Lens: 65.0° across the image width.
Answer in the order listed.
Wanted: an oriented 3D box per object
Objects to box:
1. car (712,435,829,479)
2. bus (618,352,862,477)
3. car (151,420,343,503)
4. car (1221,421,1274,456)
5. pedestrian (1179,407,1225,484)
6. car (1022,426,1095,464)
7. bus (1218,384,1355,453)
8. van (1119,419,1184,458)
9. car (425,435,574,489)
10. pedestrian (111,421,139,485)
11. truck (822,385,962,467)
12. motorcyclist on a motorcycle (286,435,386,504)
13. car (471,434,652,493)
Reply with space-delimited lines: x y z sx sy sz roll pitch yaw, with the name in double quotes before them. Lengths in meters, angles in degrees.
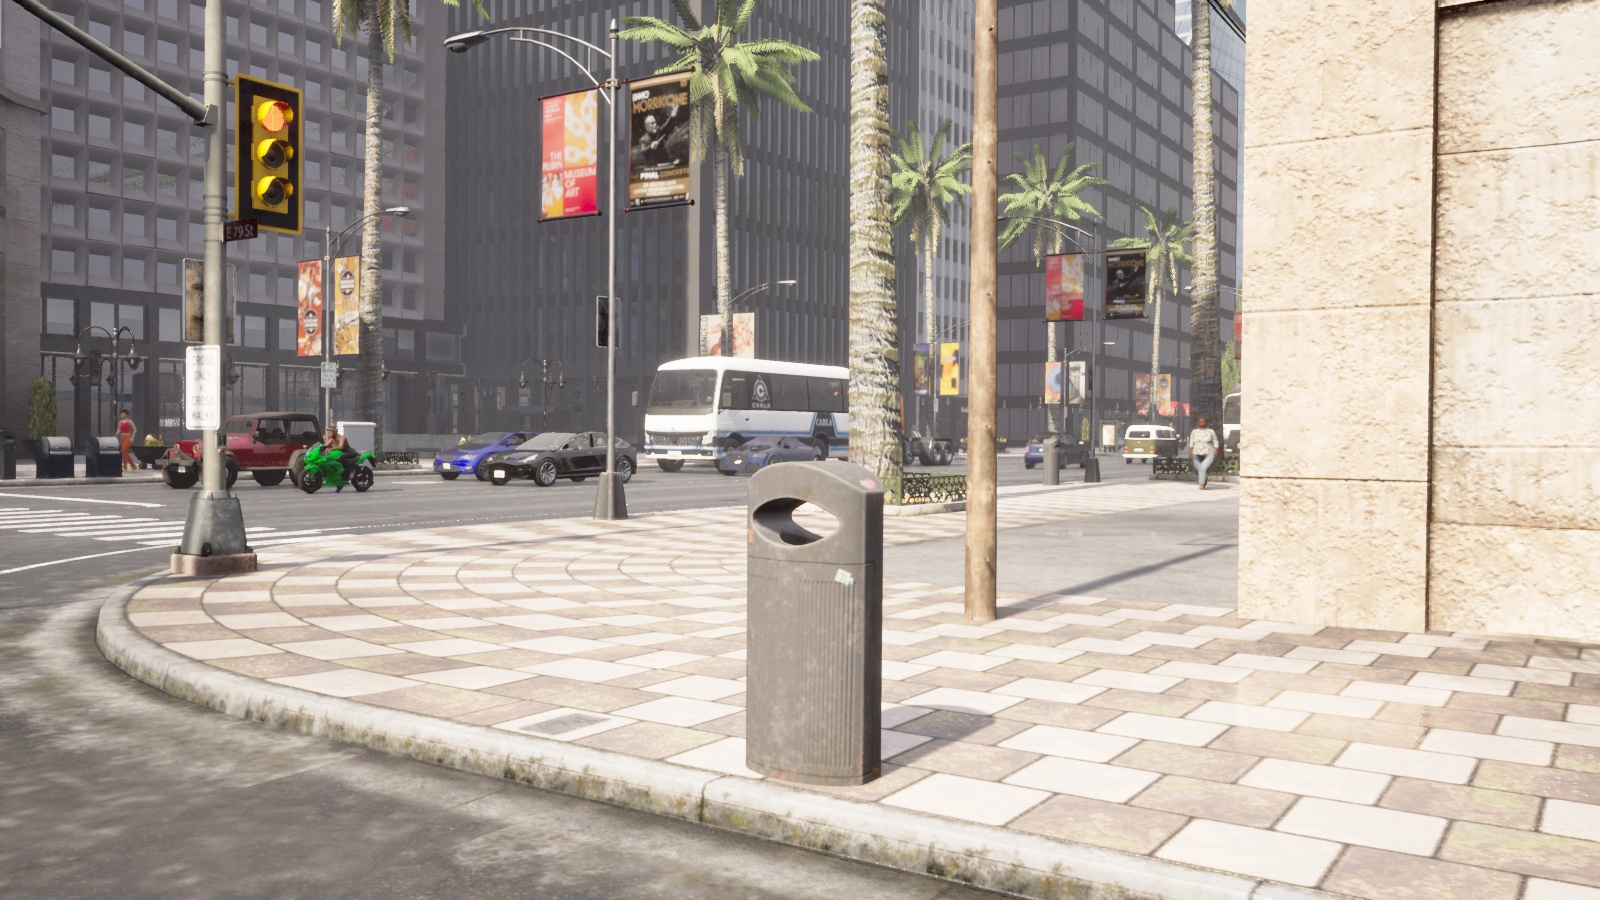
"car" -0.953 0.215 43.117 1.994 1.385 4.181 0 1 33
"bus" -1.975 -1.281 47.871 3.944 4.253 10.273 0 1 34
"car" -13.428 0.230 30.680 1.905 1.878 3.866 0 1 34
"car" 24.834 -0.648 69.614 1.905 1.878 3.866 0 1 33
"pedestrian" 9.855 -0.121 30.783 0.874 1.855 0.900 0 1 33
"car" 11.457 -0.232 55.477 1.851 1.617 3.988 0 1 33
"bus" 31.938 -2.056 82.165 10.273 4.253 3.944 -1 1 -41
"van" 18.663 -0.623 66.549 2.069 2.038 4.480 0 1 33
"car" -8.902 0.314 37.493 1.816 1.474 4.193 0 1 34
"pedestrian" -19.521 0.069 36.324 0.345 1.836 0.594 0 1 24
"truck" 4.364 -1.074 57.412 2.891 3.462 7.936 0 1 33
"motorcyclist on a motorcycle" -10.567 0.418 28.681 0.797 1.523 2.044 0 1 34
"car" -6.506 0.315 34.783 2.163 1.488 4.792 0 1 33
